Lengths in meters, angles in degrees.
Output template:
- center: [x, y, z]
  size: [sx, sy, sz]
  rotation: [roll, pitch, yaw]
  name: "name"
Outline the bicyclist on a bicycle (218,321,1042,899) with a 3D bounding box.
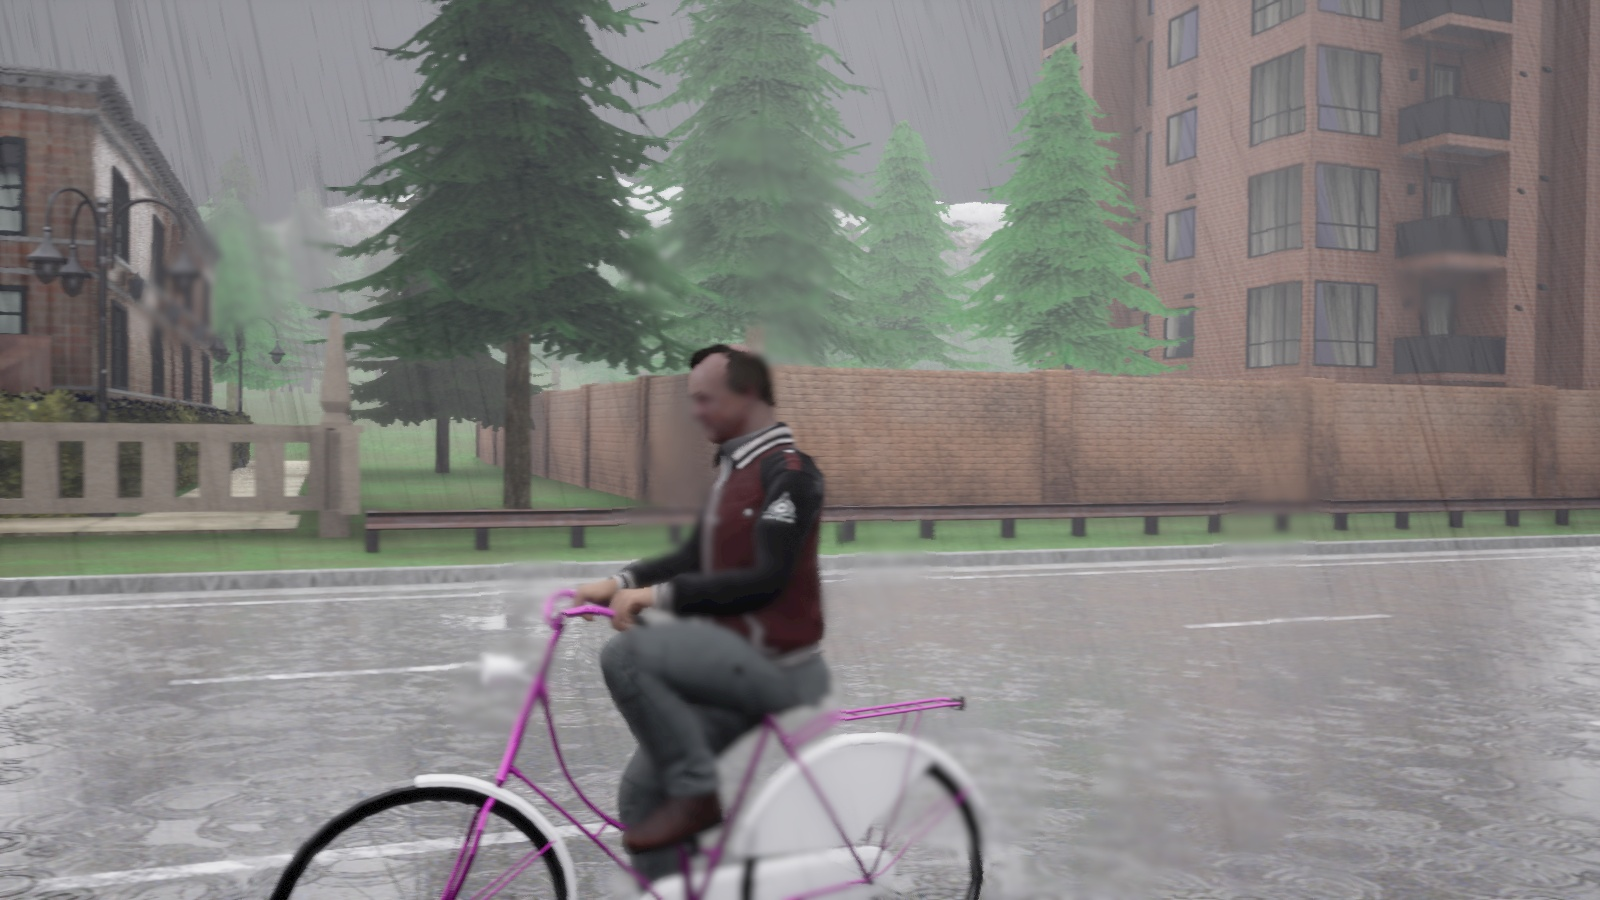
- center: [-0.382, 0.622, 3.093]
  size: [1.843, 1.776, 0.659]
  rotation: [-1, 1, -21]
  name: "bicyclist on a bicycle"
